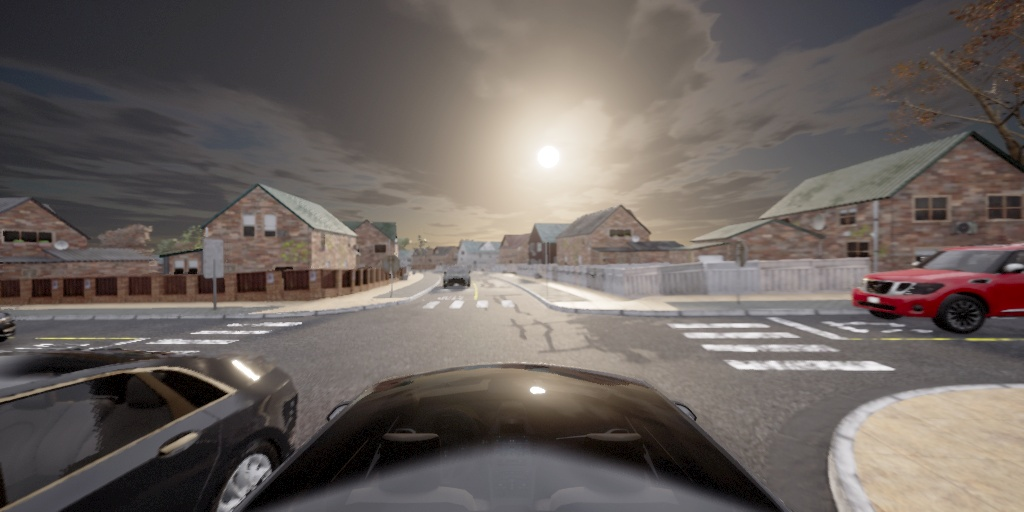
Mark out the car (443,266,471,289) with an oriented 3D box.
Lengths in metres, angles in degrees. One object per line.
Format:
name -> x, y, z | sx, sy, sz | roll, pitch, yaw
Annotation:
car -> -4.305, 1.570, 28.417 | 2.097, 1.767, 4.553 | -1, -1, -7

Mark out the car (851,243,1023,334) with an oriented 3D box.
car -> 12.104, 0.704, 8.942 | 5.566, 2.045, 2.150 | -2, 0, 8

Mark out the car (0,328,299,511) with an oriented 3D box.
car -> -2.749, 1.277, 1.102 | 1.837, 1.490, 4.892 | 0, -1, 1

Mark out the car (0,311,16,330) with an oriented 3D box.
car -> -16.457, 1.817, 9.762 | 4.902, 1.511, 2.128 | -2, 0, 8
